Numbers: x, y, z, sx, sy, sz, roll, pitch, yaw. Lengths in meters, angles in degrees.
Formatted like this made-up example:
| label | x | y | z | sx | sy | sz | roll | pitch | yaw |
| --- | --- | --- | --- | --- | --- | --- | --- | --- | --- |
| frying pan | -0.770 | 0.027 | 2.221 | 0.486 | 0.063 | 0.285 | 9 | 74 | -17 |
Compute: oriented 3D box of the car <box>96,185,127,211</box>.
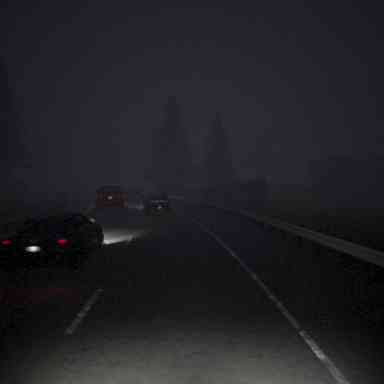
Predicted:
| label | x | y | z | sx | sy | sz | roll | pitch | yaw |
| --- | --- | --- | --- | --- | --- | --- | --- | --- | --- |
| car | -6.867 | 0.458 | 27.969 | 2.150 | 2.045 | 5.566 | 0 | 2 | -14 |

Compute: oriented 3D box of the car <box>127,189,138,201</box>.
| label | x | y | z | sx | sy | sz | roll | pitch | yaw |
| --- | --- | --- | --- | --- | --- | --- | --- | --- | --- |
| car | -7.489 | 0.335 | 41.942 | 1.882 | 1.535 | 5.008 | -1 | 2 | -19 |

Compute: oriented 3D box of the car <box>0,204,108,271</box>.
| label | x | y | z | sx | sy | sz | roll | pitch | yaw |
| --- | --- | --- | --- | --- | --- | --- | --- | --- | --- |
| car | -3.982 | 1.288 | 10.011 | 1.994 | 1.385 | 4.181 | 0 | 2 | -5 |

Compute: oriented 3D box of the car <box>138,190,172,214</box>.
| label | x | y | z | sx | sy | sz | roll | pitch | yaw |
| --- | --- | --- | --- | --- | --- | --- | --- | --- | --- |
| car | -2.714 | 0.801 | 25.240 | 2.128 | 1.511 | 4.902 | 0 | 2 | -12 |
